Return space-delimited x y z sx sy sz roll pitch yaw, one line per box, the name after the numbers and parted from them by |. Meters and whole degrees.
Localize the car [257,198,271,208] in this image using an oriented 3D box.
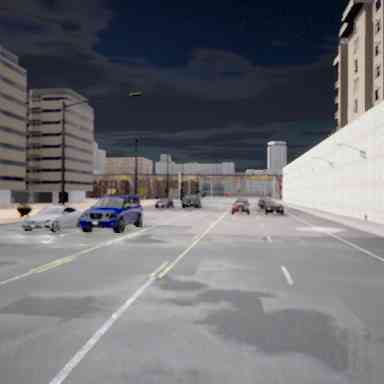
11.910 1.729 55.366 2.128 1.511 4.902 0 0 9 | car

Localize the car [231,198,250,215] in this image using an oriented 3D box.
5.307 1.666 36.271 1.812 1.442 4.674 0 0 10 | car

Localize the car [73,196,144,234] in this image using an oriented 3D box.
-4.592 1.253 19.973 2.150 2.045 5.566 0 0 9 | car

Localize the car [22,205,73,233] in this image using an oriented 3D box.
-8.127 1.535 20.044 1.812 1.442 4.674 0 0 9 | car

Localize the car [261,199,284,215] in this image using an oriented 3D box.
8.822 1.762 36.090 1.895 1.301 4.718 0 0 10 | car

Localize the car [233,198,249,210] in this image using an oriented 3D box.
6.875 1.671 46.216 2.128 1.511 4.902 0 0 9 | car

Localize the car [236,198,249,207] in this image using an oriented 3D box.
8.455 1.765 55.928 2.033 1.411 5.357 0 0 9 | car

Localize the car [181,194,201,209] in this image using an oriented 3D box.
-0.013 1.364 47.668 2.150 2.045 5.566 0 0 10 | car

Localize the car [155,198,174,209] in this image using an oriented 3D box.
-3.781 1.607 46.434 2.128 1.511 4.902 0 0 10 | car

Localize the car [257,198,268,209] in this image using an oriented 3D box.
10.418 1.706 46.148 1.837 1.490 4.892 0 0 10 | car
